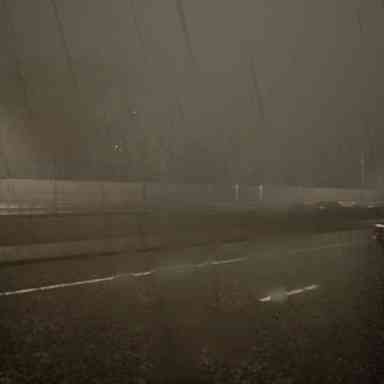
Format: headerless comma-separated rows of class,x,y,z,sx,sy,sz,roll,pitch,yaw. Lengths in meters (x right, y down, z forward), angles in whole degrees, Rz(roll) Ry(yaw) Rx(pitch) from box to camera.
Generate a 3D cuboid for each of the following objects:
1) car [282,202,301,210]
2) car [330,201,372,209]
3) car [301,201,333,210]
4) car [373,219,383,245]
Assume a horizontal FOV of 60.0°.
car,12.526,1.880,38.722,4.902,1.511,2.128,1,0,-35
car,16.345,1.932,32.852,5.357,1.411,2.033,1,0,-35
car,14.261,1.736,35.660,4.553,1.767,2.097,1,0,-35
car,10.288,1.694,15.391,4.902,1.511,2.128,1,0,-35
